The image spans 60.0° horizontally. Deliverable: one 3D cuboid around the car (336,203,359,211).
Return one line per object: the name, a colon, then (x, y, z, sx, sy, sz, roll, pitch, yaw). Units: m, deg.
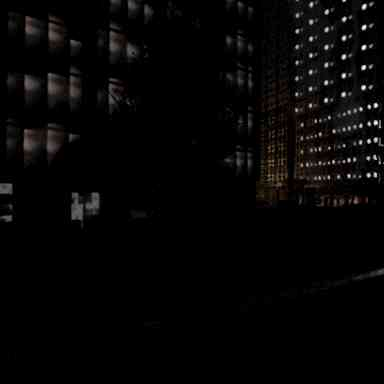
car: (26.846, 2.594, 56.991, 1.947, 1.339, 4.313, 0, -1, -23)

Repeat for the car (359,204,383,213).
car: (29.064, 2.486, 51.823, 1.947, 1.339, 4.313, 0, -1, -23)

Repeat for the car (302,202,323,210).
car: (21.965, 2.611, 61.572, 2.128, 1.511, 4.902, 1, -1, -23)

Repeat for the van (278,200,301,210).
van: (16.924, 2.374, 58.860, 1.690, 1.788, 3.998, 0, -1, -23)

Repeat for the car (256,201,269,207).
car: (15.721, 2.757, 76.124, 1.837, 1.490, 4.892, 1, -1, -23)
